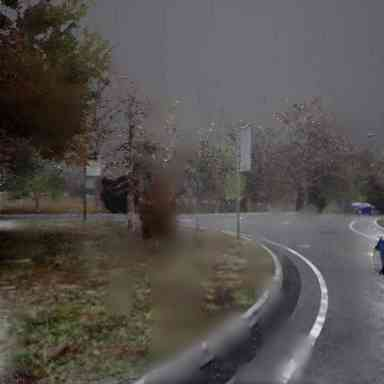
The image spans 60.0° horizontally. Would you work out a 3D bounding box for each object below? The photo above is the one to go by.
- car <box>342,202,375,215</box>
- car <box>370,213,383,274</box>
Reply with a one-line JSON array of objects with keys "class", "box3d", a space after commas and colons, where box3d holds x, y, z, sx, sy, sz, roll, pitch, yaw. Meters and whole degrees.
[{"class": "car", "box3d": [19.818, 1.925, 39.489, 5.008, 1.535, 1.882, 3, -2, -37]}, {"class": "car", "box3d": [5.553, 1.494, 7.456, 1.882, 1.535, 5.008, 0, 0, 18]}]
